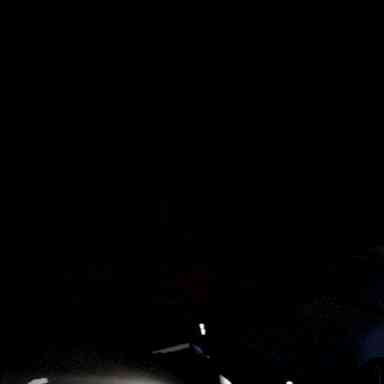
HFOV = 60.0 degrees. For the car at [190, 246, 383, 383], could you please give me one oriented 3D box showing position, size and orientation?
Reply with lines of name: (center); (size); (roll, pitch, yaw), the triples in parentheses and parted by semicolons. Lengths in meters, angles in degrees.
car: (2.668, 1.530, 4.633); (5.357, 1.411, 2.033); (0, 0, -30)
